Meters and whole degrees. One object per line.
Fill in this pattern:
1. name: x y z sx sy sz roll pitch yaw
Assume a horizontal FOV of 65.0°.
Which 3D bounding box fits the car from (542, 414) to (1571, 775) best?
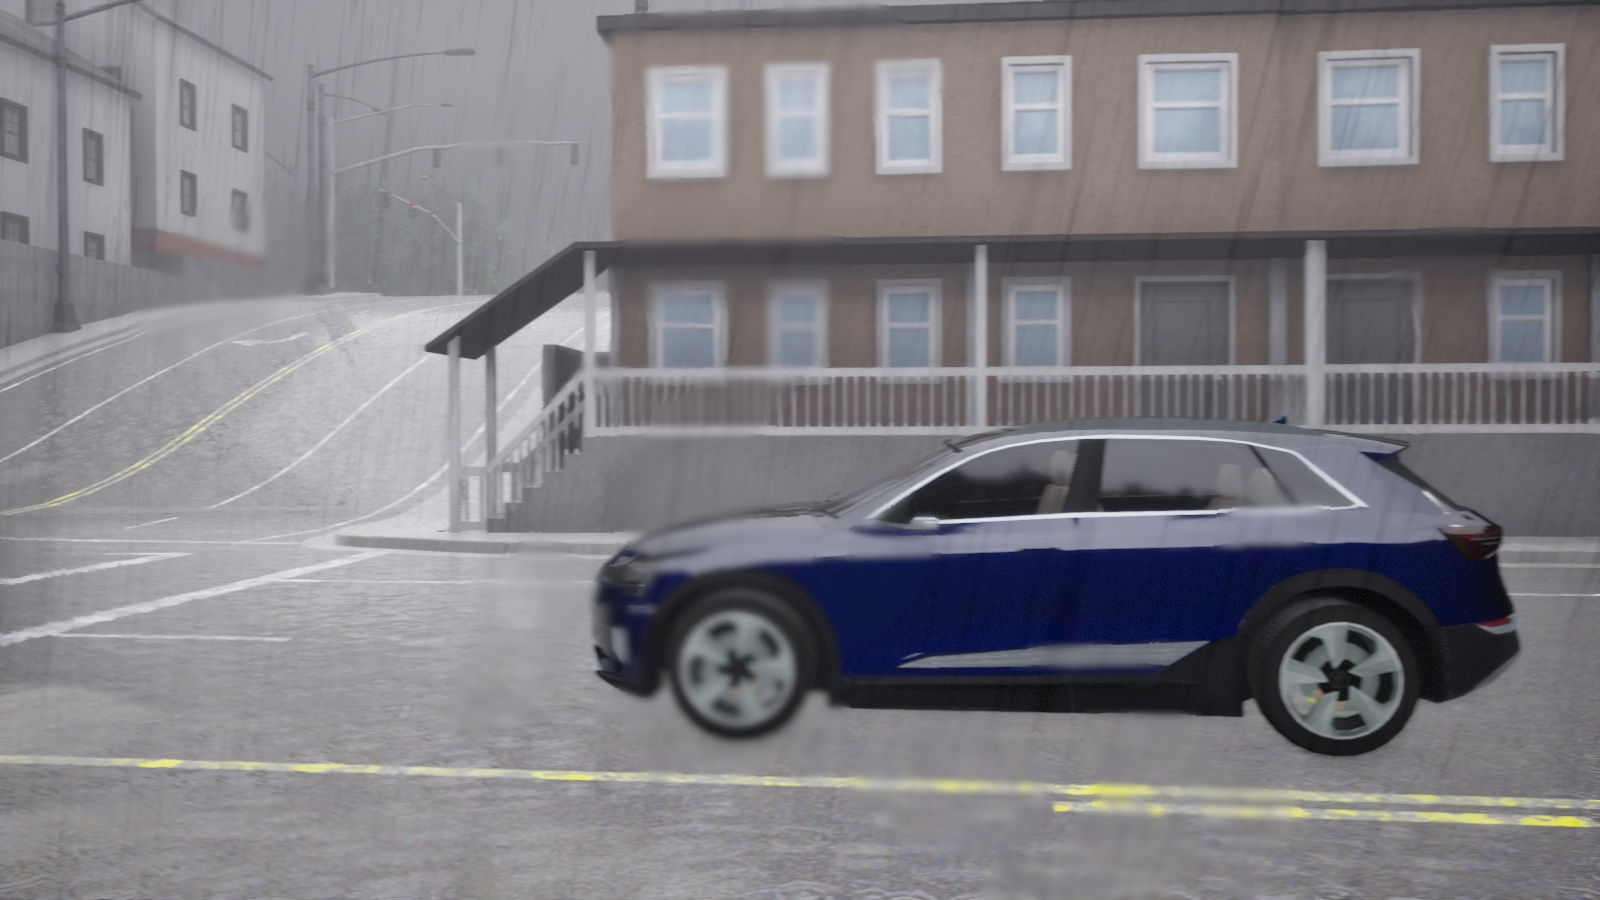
1. car: 1.231 0.644 7.054 4.856 1.649 2.033 0 1 6
